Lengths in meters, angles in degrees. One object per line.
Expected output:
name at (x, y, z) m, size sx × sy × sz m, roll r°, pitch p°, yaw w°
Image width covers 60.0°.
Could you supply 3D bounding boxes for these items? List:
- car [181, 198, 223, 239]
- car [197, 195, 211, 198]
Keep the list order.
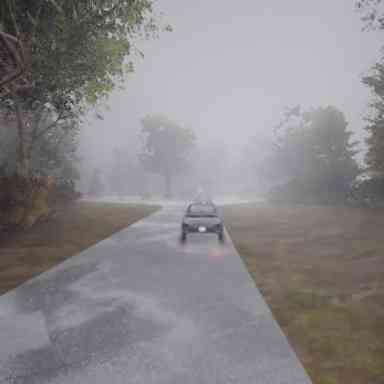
car at (0.492, 1.293, 16.151) m, size 2.128 × 1.511 × 4.902 m, roll 0°, pitch 1°, yaw 2°
car at (1.177, 1.037, 33.710) m, size 2.033 × 1.411 × 5.357 m, roll 0°, pitch 1°, yaw 3°
